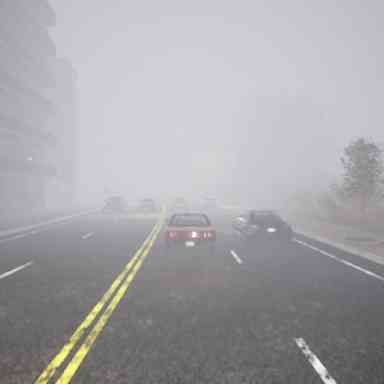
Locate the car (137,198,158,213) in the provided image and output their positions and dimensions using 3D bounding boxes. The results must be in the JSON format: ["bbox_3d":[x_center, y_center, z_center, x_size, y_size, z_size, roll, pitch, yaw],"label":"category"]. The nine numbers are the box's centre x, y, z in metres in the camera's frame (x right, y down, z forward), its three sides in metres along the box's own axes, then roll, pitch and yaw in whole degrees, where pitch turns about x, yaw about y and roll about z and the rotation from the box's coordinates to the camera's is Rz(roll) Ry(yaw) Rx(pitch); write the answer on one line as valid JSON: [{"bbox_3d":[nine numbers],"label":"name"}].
[{"bbox_3d":[-4.482,1.344,33.935,1.812,1.442,4.674,0,0,-4],"label":"car"}]

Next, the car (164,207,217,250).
[{"bbox_3d":[-0.126,1.518,13.879,1.895,1.301,4.718,0,0,-2],"label":"car"}]

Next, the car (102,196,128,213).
[{"bbox_3d":[-7.727,1.183,33.739,2.097,1.767,4.553,0,0,-4],"label":"car"}]

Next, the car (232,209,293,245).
[{"bbox_3d":[3.065,1.467,15.117,1.994,1.385,4.181,0,0,-2],"label":"car"}]

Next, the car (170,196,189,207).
[{"bbox_3d":[-1.448,1.249,37.929,1.882,1.535,5.008,0,0,-4],"label":"car"}]

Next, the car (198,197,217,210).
[{"bbox_3d":[1.751,1.285,38.677,1.812,1.442,4.674,0,0,-4],"label":"car"}]
